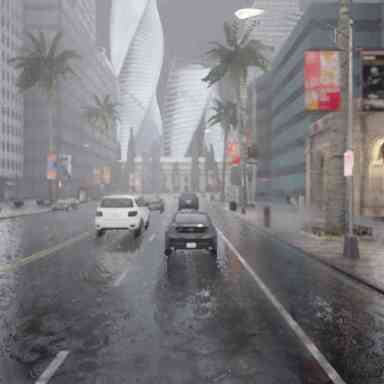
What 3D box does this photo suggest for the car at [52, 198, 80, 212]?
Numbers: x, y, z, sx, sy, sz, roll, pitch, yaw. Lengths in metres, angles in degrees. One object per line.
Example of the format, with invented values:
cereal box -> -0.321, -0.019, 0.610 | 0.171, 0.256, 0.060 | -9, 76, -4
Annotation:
car -> -14.086, 1.401, 37.400 | 2.231, 1.521, 4.892 | 0, 0, -1

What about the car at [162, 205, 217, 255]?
car -> -0.056, 1.475, 13.207 | 1.837, 1.490, 4.892 | 0, 0, -1

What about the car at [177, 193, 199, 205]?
car -> -0.377, 1.140, 35.924 | 2.150, 2.045, 5.566 | 0, 0, -1

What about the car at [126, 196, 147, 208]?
car -> -7.710, 1.388, 46.427 | 2.128, 1.511, 4.902 | 0, 0, -1

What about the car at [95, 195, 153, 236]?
car -> -3.623, 1.182, 18.151 | 2.150, 2.045, 5.566 | 0, 0, -1

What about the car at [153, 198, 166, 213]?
car -> -3.871, 1.412, 35.472 | 2.128, 1.511, 4.902 | 0, 0, -1

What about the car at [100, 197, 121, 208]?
car -> -11.195, 1.425, 45.855 | 1.812, 1.442, 4.674 | 0, 0, -1
